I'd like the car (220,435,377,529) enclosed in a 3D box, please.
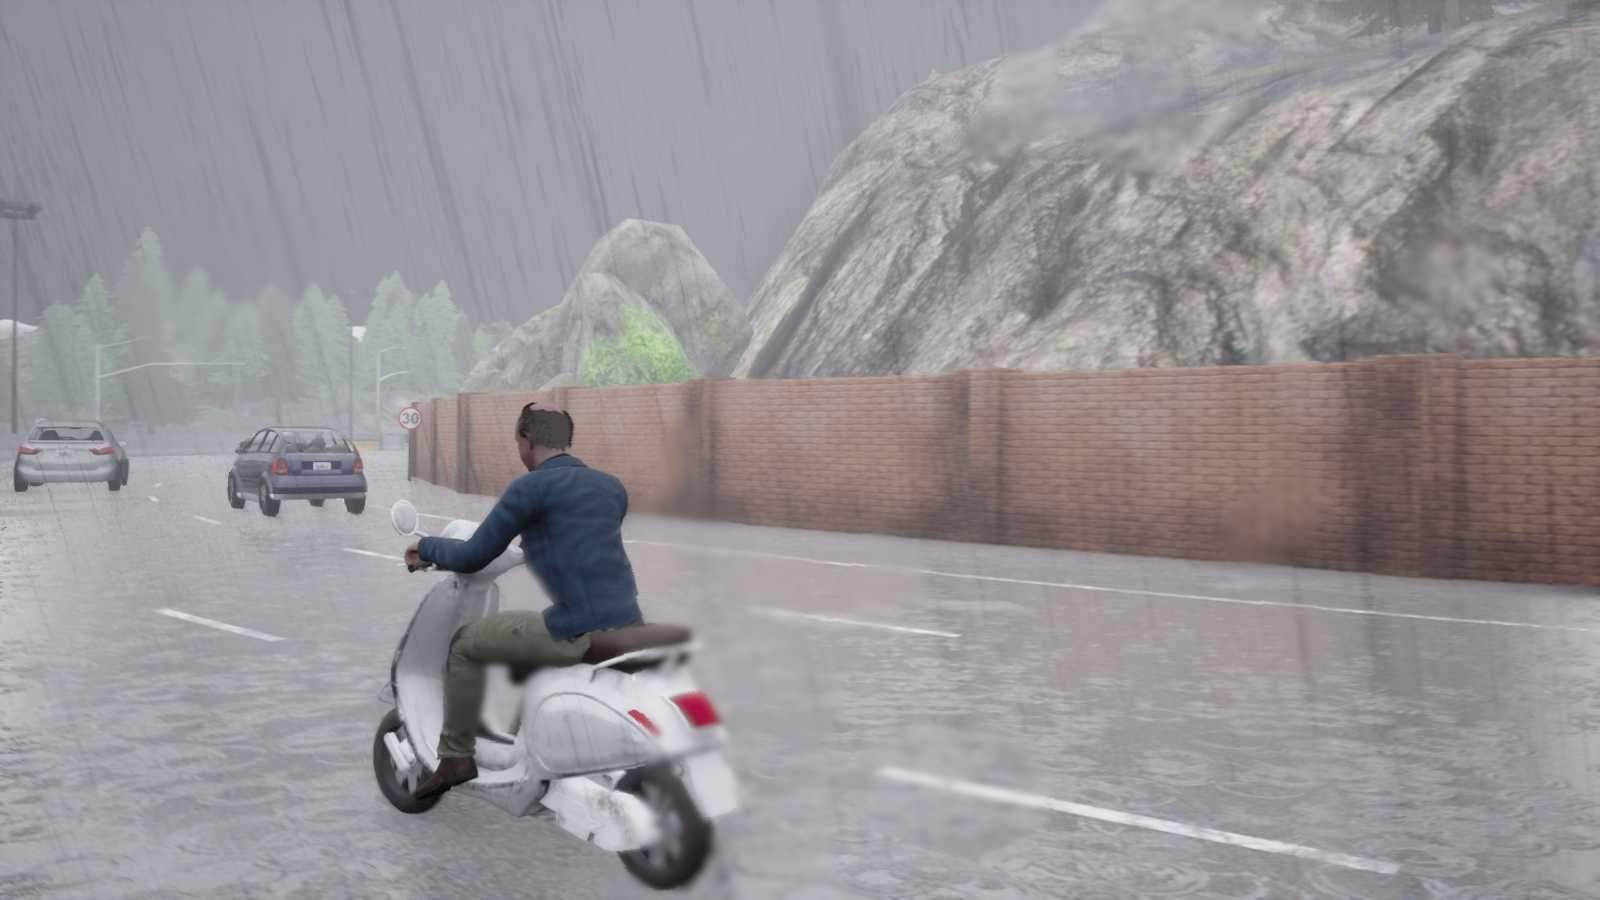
[{"bbox_3d":[-9.207,0.520,22.889,1.789,1.549,3.705,-1,1,-36],"label":"car"}]

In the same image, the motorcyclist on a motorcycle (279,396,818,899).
[{"bbox_3d":[-0.928,0.643,4.421,1.817,1.590,0.866,0,0,37],"label":"motorcyclist on a motorcycle"}]

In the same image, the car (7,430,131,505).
[{"bbox_3d":[-17.761,0.362,30.735,2.242,1.667,4.611,-1,1,-25],"label":"car"}]
